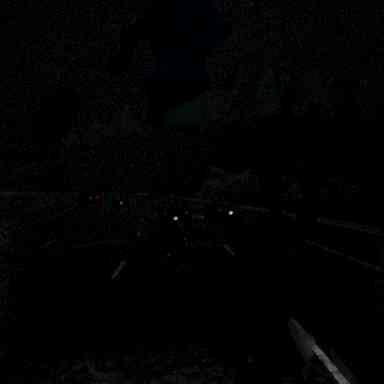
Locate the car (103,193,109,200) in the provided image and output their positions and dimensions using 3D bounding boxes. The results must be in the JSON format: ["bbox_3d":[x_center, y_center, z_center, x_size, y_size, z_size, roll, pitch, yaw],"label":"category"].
[{"bbox_3d":[-17.124,0.808,63.634,1.994,1.385,4.181,-1,1,-24],"label":"car"}]

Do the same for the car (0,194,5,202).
[{"bbox_3d":[-33.931,1.062,58.186,1.895,1.301,4.718,-1,1,-24],"label":"car"}]

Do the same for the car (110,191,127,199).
[{"bbox_3d":[-14.953,0.661,67.441,2.128,1.511,4.902,-1,1,-26],"label":"car"}]

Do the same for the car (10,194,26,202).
[{"bbox_3d":[-28.658,1.033,54.810,1.994,1.385,4.181,-1,1,-22],"label":"car"}]

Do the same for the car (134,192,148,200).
[{"bbox_3d":[-9.904,0.657,64.677,2.128,1.511,4.902,-1,1,-24],"label":"car"}]

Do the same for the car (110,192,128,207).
[{"bbox_3d":[-9.033,0.990,41.536,1.837,1.490,4.892,0,0,-17],"label":"car"}]

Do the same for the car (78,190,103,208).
[{"bbox_3d":[-12.288,0.752,40.339,2.150,2.045,5.566,0,0,-17],"label":"car"}]

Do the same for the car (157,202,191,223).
[{"bbox_3d":[-1.379,1.292,22.486,1.895,1.301,4.718,-1,1,-10],"label":"car"}]

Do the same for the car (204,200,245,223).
[{"bbox_3d":[2.068,1.226,22.365,1.994,1.385,4.181,-1,1,-9],"label":"car"}]
